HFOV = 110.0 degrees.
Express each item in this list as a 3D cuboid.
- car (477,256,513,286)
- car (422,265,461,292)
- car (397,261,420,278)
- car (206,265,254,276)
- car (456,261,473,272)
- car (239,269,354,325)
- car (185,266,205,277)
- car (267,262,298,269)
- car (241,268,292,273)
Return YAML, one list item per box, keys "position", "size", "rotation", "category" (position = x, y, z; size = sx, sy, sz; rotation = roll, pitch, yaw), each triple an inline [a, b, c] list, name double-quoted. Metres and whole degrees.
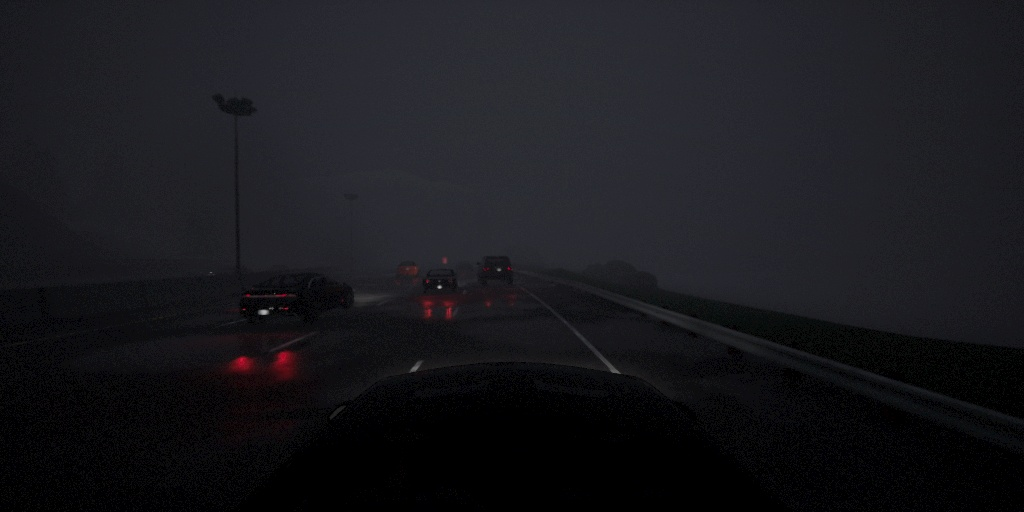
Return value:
- position: [-1.333, 1.005, 26.381]
  size: [2.150, 2.045, 5.566]
  rotation: [0, 0, -10]
  category: "car"
- position: [-4.317, 1.428, 22.069]
  size: [1.895, 1.301, 4.718]
  rotation: [-1, 0, -8]
  category: "car"
- position: [-10.772, 1.285, 37.403]
  size: [2.097, 1.767, 4.553]
  rotation: [-1, 0, -13]
  category: "car"
- position: [-29.036, 1.760, 37.596]
  size: [2.033, 1.411, 5.357]
  rotation: [-1, 0, -14]
  category: "car"
- position: [-6.598, 1.401, 49.324]
  size: [1.812, 1.442, 4.674]
  rotation: [0, 0, -18]
  category: "car"
- position: [-7.146, 1.357, 12.473]
  size: [2.128, 1.511, 4.902]
  rotation: [-1, 0, -4]
  category: "car"
- position: [-38.512, 1.909, 44.969]
  size: [2.033, 1.411, 5.357]
  rotation: [-1, 0, -18]
  category: "car"
- position: [-26.180, 1.696, 40.334]
  size: [1.812, 1.442, 4.674]
  rotation: [-1, 0, -15]
  category: "car"
- position: [-10.796, 1.471, 17.940]
  size: [2.033, 1.411, 5.357]
  rotation: [-1, 0, -8]
  category: "car"
